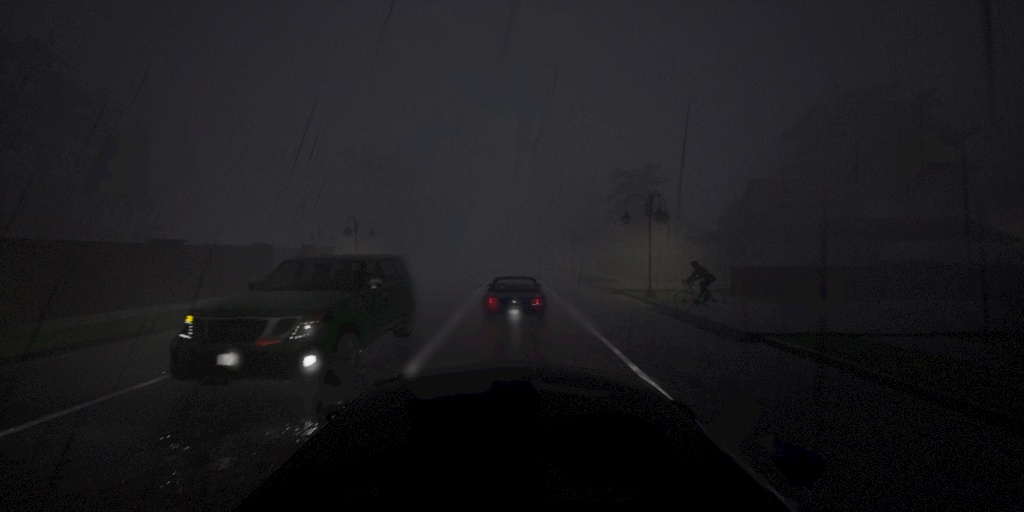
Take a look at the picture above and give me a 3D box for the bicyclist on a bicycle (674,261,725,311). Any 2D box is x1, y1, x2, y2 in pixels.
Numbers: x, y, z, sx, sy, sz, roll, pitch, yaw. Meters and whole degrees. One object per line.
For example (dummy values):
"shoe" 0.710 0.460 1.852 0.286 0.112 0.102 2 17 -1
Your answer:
"bicyclist on a bicycle" 5.988 0.969 11.460 1.656 1.620 0.582 0 0 0

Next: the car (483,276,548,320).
"car" 0.102 1.348 12.499 1.895 1.301 4.718 0 0 0

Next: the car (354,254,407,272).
"car" -15.946 0.829 43.627 5.566 2.045 2.150 1 0 7

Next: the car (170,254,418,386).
"car" -3.582 0.969 7.334 2.150 2.045 5.566 0 0 1
